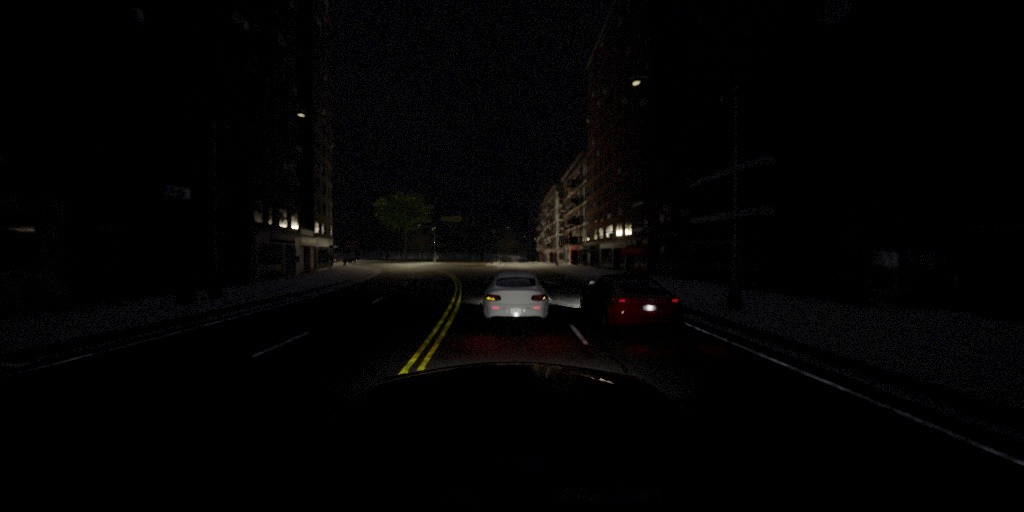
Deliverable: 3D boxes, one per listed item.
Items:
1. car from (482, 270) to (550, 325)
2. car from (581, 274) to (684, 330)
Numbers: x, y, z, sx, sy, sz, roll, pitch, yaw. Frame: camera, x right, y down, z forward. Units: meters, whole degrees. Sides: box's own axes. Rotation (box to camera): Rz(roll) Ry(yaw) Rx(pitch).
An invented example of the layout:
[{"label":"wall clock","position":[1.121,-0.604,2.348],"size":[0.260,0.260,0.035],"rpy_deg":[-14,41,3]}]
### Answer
[{"label":"car","position":[0.104,1.166,11.166],"size":[1.812,1.442,4.674],"rpy_deg":[0,1,0]},{"label":"car","position":[3.352,1.211,10.719],"size":[1.994,1.385,4.181],"rpy_deg":[0,1,0]}]
